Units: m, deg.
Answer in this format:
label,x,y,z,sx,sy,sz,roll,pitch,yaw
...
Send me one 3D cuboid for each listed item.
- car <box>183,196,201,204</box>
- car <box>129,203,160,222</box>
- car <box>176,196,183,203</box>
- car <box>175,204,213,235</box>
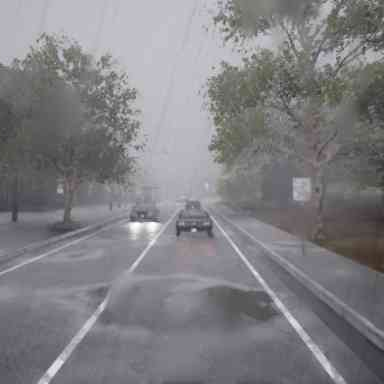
label,x,y,z,sx,sy,sz,roll,pitch,yaw
car,0.107,1.473,41.781,1.837,1.490,4.892,0,0,0
car,-3.594,1.544,26.003,1.994,1.385,4.181,0,0,0
car,-1.965,1.486,67.569,1.812,1.442,4.674,-1,0,8
car,0.102,1.587,18.578,1.895,1.301,4.718,0,0,0
